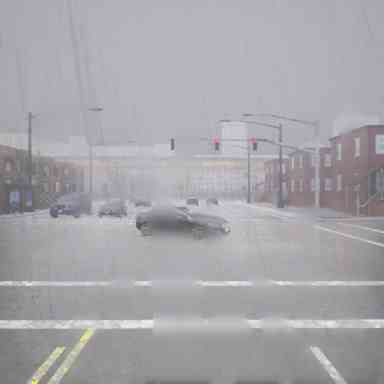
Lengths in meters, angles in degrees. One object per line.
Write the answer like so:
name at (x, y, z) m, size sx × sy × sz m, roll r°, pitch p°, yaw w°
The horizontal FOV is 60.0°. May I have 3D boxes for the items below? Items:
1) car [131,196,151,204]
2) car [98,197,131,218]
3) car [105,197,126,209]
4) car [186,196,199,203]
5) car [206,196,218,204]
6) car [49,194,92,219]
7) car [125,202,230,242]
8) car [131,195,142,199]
car at (-7.109, 1.601, 48.368) m, size 1.895 × 1.301 × 4.718 m, roll 0°, pitch 0°, yaw 0°
car at (-7.077, 1.505, 29.938) m, size 1.837 × 1.490 × 4.892 m, roll 0°, pitch 0°, yaw -1°
car at (-10.609, 1.477, 46.566) m, size 1.882 × 1.535 × 5.008 m, roll 0°, pitch 0°, yaw 0°
car at (0.085, 1.478, 56.346) m, size 1.882 × 1.535 × 5.008 m, roll 0°, pitch 0°, yaw 0°
car at (3.481, 1.505, 58.461) m, size 1.837 × 1.490 × 4.892 m, roll 0°, pitch 0°, yaw 0°
car at (-10.675, 1.221, 29.824) m, size 2.150 × 2.045 × 5.566 m, roll 0°, pitch 0°, yaw 1°
car at (-0.567, 1.491, 16.506) m, size 4.902 × 1.511 × 2.128 m, roll 0°, pitch 0°, yaw 29°
car at (-10.521, 1.274, 63.666) m, size 2.097 × 1.767 × 4.553 m, roll 0°, pitch 0°, yaw 0°
